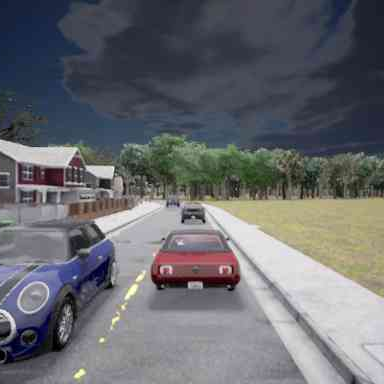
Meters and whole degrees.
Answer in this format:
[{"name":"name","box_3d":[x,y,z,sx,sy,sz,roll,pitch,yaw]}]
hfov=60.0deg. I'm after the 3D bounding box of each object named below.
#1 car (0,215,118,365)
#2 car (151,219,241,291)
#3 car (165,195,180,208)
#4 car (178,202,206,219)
[{"name":"car","box_3d":[-2.851,1.379,6.209,2.097,1.767,4.553,0,0,0]},{"name":"car","box_3d":[0.099,1.640,9.052,1.895,1.301,4.718,0,0,1]},{"name":"car","box_3d":[-3.099,1.430,53.819,2.150,2.045,5.566,0,0,-4]},{"name":"car","box_3d":[0.095,1.621,27.030,1.837,1.490,4.892,0,0,0]}]
